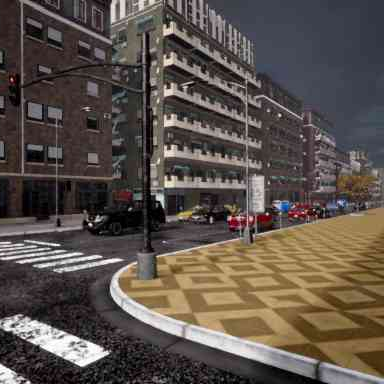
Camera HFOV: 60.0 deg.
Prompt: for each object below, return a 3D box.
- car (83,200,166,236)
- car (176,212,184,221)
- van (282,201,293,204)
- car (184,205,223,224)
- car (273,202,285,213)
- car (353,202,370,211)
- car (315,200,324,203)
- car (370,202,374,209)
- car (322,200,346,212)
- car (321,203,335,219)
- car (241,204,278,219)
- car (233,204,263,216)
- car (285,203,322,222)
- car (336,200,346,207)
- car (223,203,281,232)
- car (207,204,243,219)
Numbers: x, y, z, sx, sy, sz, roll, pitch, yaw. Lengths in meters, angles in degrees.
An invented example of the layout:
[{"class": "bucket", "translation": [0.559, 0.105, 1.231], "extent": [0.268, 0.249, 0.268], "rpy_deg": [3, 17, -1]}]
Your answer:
[{"class": "car", "translation": [-3.995, 1.496, 20.661], "extent": [2.150, 2.045, 5.566], "rpy_deg": [-1, -1, 37]}, {"class": "car", "translation": [0.396, 2.002, 31.467], "extent": [1.752, 1.417, 4.829], "rpy_deg": [-2, -2, 35]}, {"class": "van", "translation": [13.411, 2.174, 50.151], "extent": [1.690, 1.788, 3.998], "rpy_deg": [-2, -2, 35]}, {"class": "car", "translation": [1.691, 1.934, 28.832], "extent": [1.837, 1.490, 4.892], "rpy_deg": [-1, -1, 35]}, {"class": "car", "translation": [6.362, 1.959, 29.950], "extent": [1.837, 1.490, 4.892], "rpy_deg": [-1, -1, 35]}, {"class": "car", "translation": [29.927, 2.583, 59.300], "extent": [1.947, 1.339, 4.313], "rpy_deg": [-2, -2, 35]}, {"class": "car", "translation": [26.332, 2.501, 68.691], "extent": [2.192, 1.841, 5.009], "rpy_deg": [-2, -2, 35]}, {"class": "car", "translation": [36.388, 2.745, 68.569], "extent": [2.008, 1.369, 4.403], "rpy_deg": [-2, -2, 35]}, {"class": "car", "translation": [23.416, 2.468, 54.423], "extent": [2.033, 1.411, 5.357], "rpy_deg": [-1, -1, 36]}, {"class": "car", "translation": [13.777, 2.141, 36.126], "extent": [1.947, 1.339, 4.313], "rpy_deg": [-2, -2, 35]}, {"class": "car", "translation": [7.667, 2.140, 37.394], "extent": [2.033, 1.411, 5.357], "rpy_deg": [-1, -1, 35]}, {"class": "car", "translation": [6.954, 2.222, 40.875], "extent": [1.947, 1.339, 4.313], "rpy_deg": [-2, -2, 35]}, {"class": "car", "translation": [10.546, 2.032, 31.492], "extent": [1.887, 1.381, 4.507], "rpy_deg": [-2, -2, 35]}, {"class": "car", "translation": [39.156, 2.883, 87.168], "extent": [1.690, 1.788, 3.998], "rpy_deg": [-2, -2, 35]}, {"class": "car", "translation": [4.085, 1.751, 22.225], "extent": [1.967, 1.590, 4.097], "rpy_deg": [-2, -2, 35]}, {"class": "car", "translation": [3.626, 2.090, 36.101], "extent": [1.752, 1.417, 4.829], "rpy_deg": [-2, -2, 35]}]
